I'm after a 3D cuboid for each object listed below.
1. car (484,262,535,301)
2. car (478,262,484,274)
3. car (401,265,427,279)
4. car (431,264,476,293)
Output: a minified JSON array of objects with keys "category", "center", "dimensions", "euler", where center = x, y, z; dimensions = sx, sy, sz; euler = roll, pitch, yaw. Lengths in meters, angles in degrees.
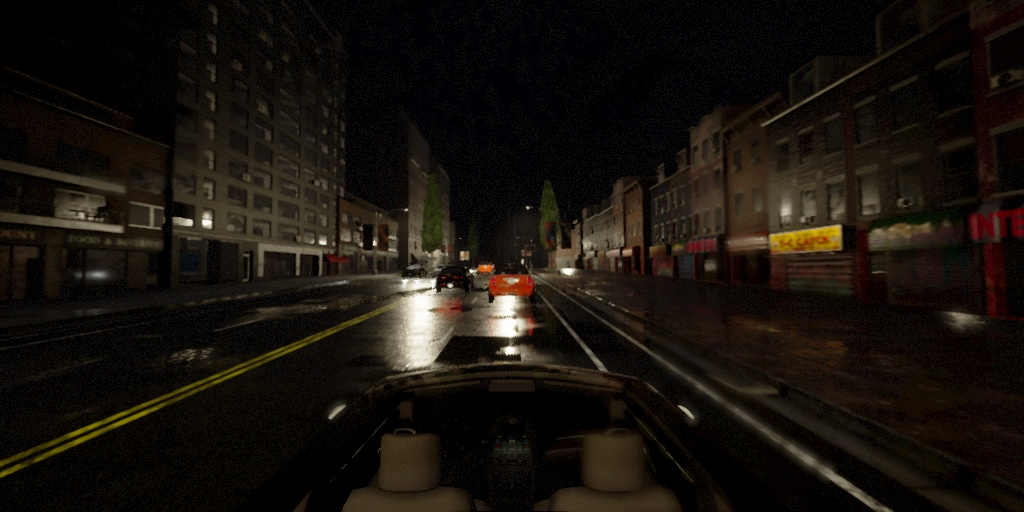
[{"category":"car","center":[-0.032,1.144,17.624],"dimensions":[2.097,1.767,4.553],"euler":[0,0,0]},{"category":"car","center":[-3.544,1.596,49.738],"dimensions":[2.097,1.767,4.553],"euler":[0,-1,0]},{"category":"car","center":[-10.120,1.640,37.490],"dimensions":[1.994,1.385,4.181],"euler":[0,-1,0]},{"category":"car","center":[-3.304,1.343,21.457],"dimensions":[1.837,1.490,4.892],"euler":[0,-1,0]}]
